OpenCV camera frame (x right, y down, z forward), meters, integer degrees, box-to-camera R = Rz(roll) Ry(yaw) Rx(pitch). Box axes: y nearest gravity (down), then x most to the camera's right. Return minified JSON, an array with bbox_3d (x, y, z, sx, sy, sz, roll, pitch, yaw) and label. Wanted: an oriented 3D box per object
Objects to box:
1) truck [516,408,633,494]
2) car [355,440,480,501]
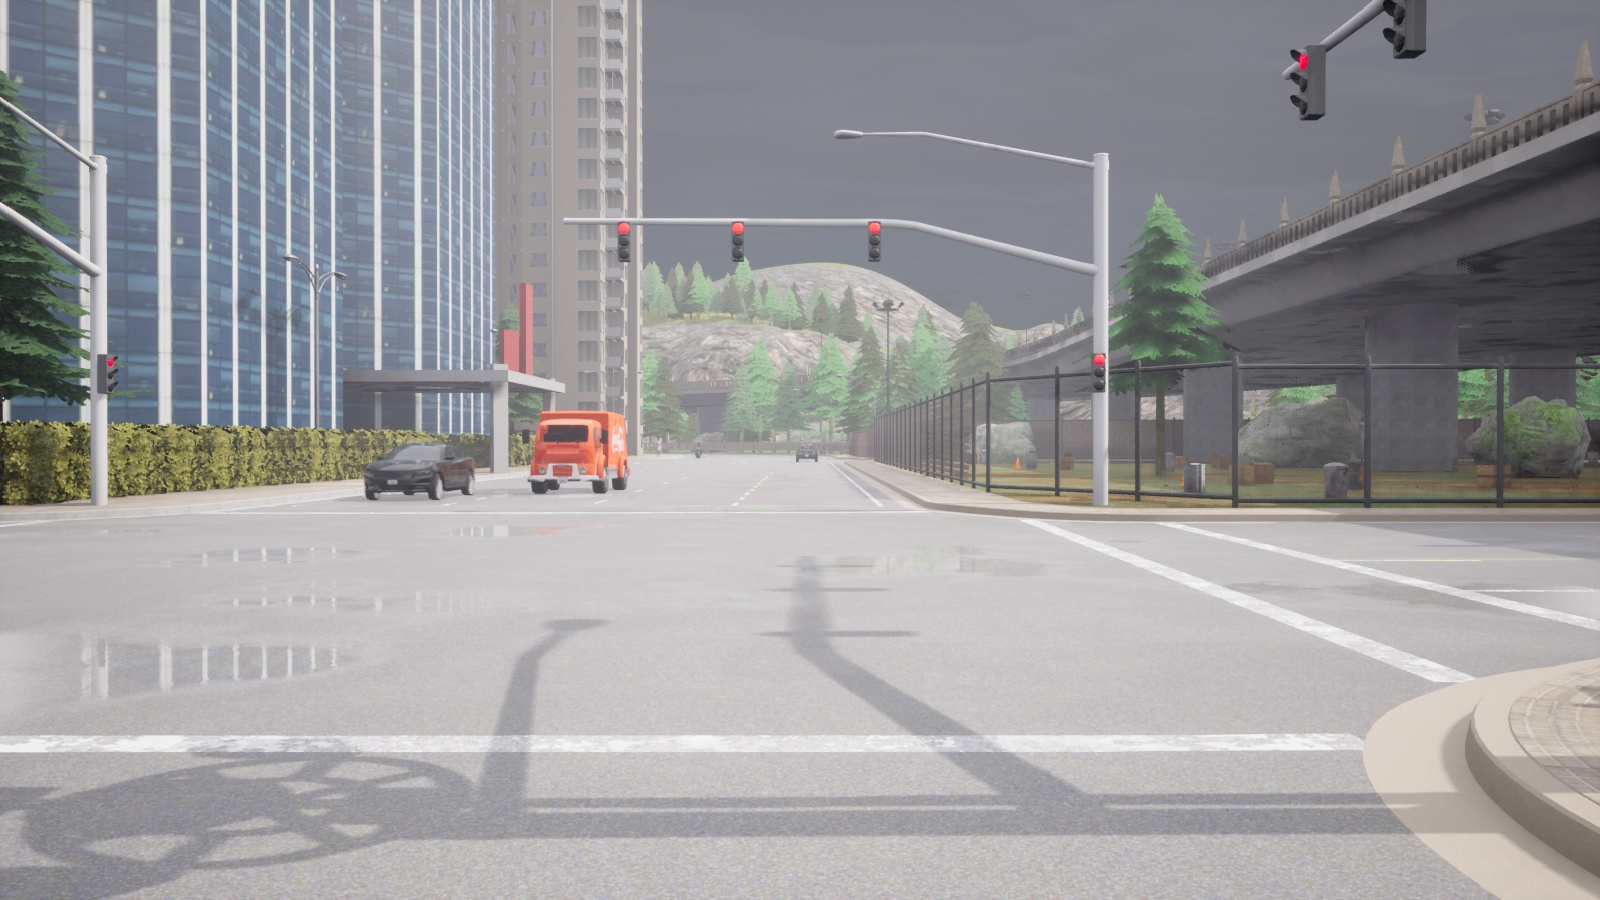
[{"bbox_3d":[-6.780,0.045,38.464,2.627,2.467,5.204,0,0,0],"label":"truck"},{"bbox_3d":[-10.304,0.522,34.240,1.882,1.535,5.008,0,0,0],"label":"car"}]
